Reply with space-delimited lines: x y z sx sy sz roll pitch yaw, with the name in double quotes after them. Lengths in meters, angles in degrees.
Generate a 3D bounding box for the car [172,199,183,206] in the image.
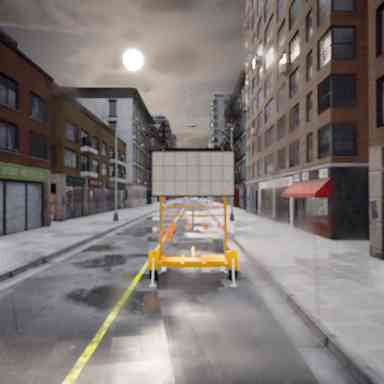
-2.820 2.101 66.790 1.812 1.442 4.674 0 0 0 "car"

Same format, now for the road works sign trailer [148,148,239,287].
0.031 0.542 9.567 2.380 3.560 2.880 0 0 0 "road works sign trailer"
